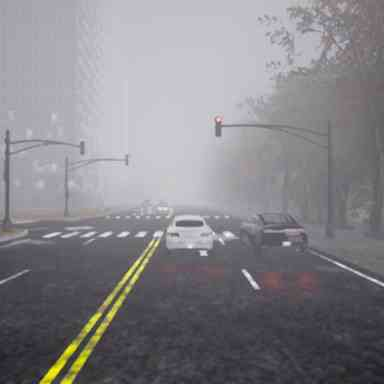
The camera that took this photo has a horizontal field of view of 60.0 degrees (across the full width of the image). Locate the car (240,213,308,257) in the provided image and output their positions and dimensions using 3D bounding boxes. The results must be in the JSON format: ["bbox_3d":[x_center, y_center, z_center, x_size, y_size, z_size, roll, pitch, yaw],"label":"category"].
[{"bbox_3d":[3.143,1.605,13.596,2.128,1.511,4.902,-2,-2,-1],"label":"car"}]

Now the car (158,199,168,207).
[{"bbox_3d":[-5.633,2.212,65.167,2.128,1.511,4.902,0,-1,-3],"label":"car"}]

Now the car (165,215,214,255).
[{"bbox_3d":[-0.149,1.674,13.915,1.812,1.442,4.674,0,0,-2],"label":"car"}]

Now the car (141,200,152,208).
[{"bbox_3d":[-8.849,2.231,64.496,1.812,1.442,4.674,0,-1,-3],"label":"car"}]
